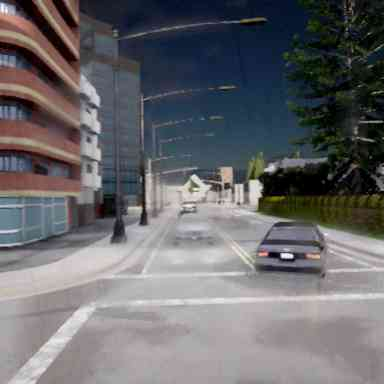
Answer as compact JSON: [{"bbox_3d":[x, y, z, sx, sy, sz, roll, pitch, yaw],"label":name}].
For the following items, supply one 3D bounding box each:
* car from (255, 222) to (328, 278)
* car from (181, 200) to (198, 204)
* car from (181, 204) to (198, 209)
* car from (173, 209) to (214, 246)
[{"bbox_3d":[3.291,1.665,10.643,2.033,1.411,5.357,-2,-1,21],"label":"car"},{"bbox_3d":[-0.361,2.136,47.158,2.150,2.045,5.566,-1,-1,-1],"label":"car"},{"bbox_3d":[-0.155,2.080,30.102,1.994,1.385,4.181,-1,-1,-1],"label":"car"},{"bbox_3d":[0.062,1.824,17.267,1.812,1.442,4.674,-1,-1,-1],"label":"car"}]
